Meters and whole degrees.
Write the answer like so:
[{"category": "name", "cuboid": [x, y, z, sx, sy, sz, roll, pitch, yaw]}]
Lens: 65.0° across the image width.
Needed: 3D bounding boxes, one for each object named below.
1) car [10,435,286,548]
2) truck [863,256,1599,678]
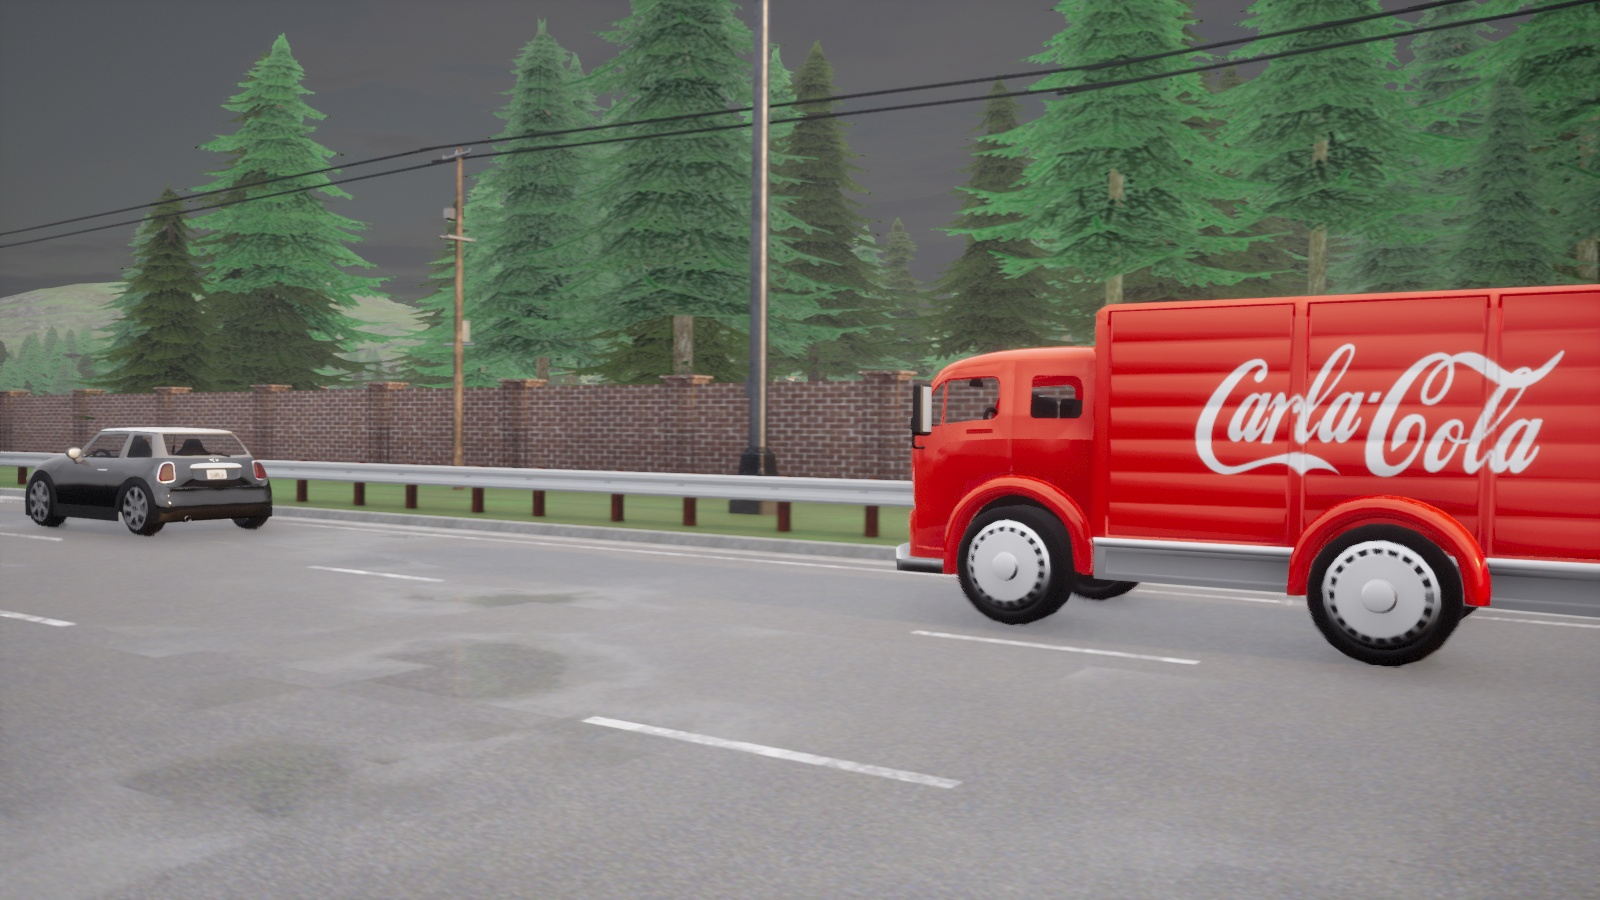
[{"category": "car", "cuboid": [-9.562, 0.533, 18.378, 3.806, 1.475, 1.970, 0, 1, 34]}, {"category": "truck", "cuboid": [3.413, 0.081, 9.749, 5.204, 2.467, 2.627, 0, 1, 34]}]
